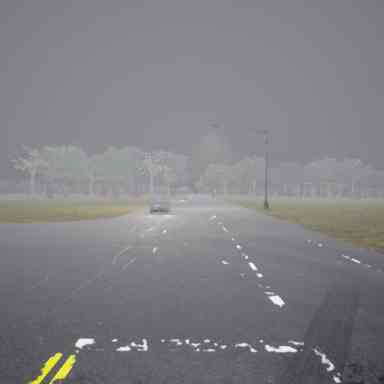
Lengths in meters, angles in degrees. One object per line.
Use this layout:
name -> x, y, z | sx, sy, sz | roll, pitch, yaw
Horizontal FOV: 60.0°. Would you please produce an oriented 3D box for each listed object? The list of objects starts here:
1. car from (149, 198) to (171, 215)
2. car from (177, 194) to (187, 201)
car -> -3.154, 1.447, 33.779 | 1.837, 1.490, 4.892 | 0, 0, 0
car -> -2.351, 1.293, 79.395 | 2.128, 1.511, 4.902 | 0, 0, 5
